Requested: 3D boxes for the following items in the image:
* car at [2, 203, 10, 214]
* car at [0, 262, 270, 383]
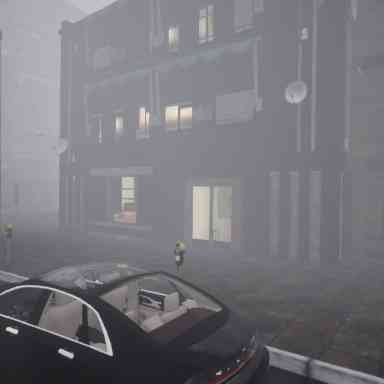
[{"bbox_3d":[-21.549,1.623,34.887,2.008,1.369,4.403,1,0,36],"label":"car"},{"bbox_3d":[-1.306,1.550,3.943,4.403,1.369,2.008,0,1,35],"label":"car"}]
